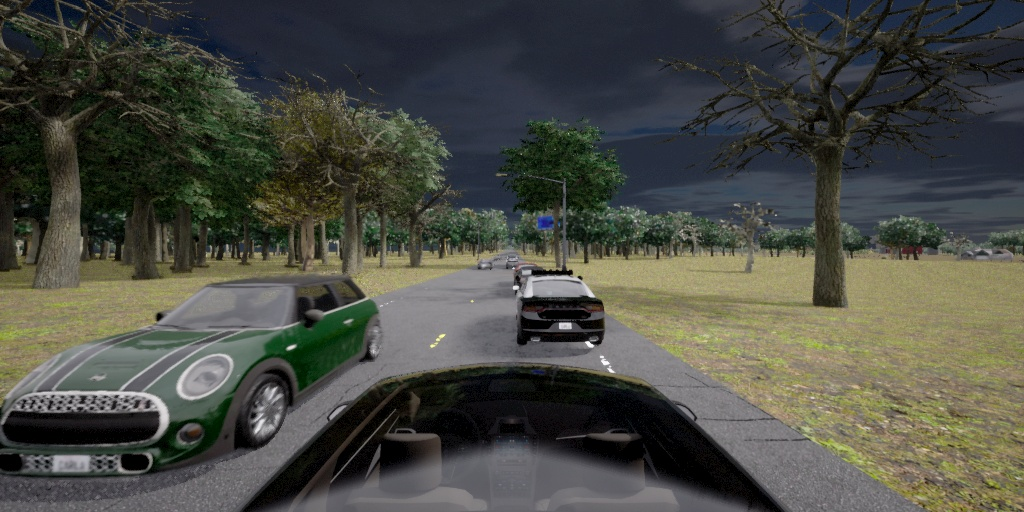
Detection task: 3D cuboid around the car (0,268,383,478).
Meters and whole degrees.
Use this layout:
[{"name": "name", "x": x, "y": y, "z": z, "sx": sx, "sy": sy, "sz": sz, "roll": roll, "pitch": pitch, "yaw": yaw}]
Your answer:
[{"name": "car", "x": -3.599, "y": 1.101, "z": 5.170, "sx": 2.097, "sy": 1.767, "sz": 4.553, "roll": 0, "pitch": 0, "yaw": 0}]

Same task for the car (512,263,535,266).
[{"name": "car", "x": 1.056, "y": 1.274, "z": 19.542, "sx": 1.812, "sy": 1.442, "sz": 4.674, "roll": 0, "pitch": 0, "yaw": 0}]

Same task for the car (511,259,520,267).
[{"name": "car", "x": 1.058, "y": 1.221, "z": 25.540, "sx": 1.882, "sy": 1.535, "sz": 5.008, "roll": 0, "pitch": 0, "yaw": 0}]

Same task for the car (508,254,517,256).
[{"name": "car", "x": 0.024, "y": 0.721, "z": 65.081, "sx": 2.150, "sy": 2.045, "sz": 5.566, "roll": 0, "pitch": 1, "yaw": 0}]

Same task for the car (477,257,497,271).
[{"name": "car", "x": -3.582, "y": 1.132, "z": 47.847, "sx": 2.128, "sy": 1.511, "sz": 4.902, "roll": 0, "pitch": 0, "yaw": 0}]

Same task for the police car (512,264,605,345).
[{"name": "police car", "x": 1.052, "y": 1.175, "z": 9.652, "sx": 1.930, "sy": 1.638, "sz": 5.238, "roll": 0, "pitch": 0, "yaw": 0}]

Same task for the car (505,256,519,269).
[{"name": "car", "x": 0.086, "y": 1.106, "z": 52.447, "sx": 2.128, "sy": 1.511, "sz": 4.902, "roll": 0, "pitch": 0, "yaw": 0}]
